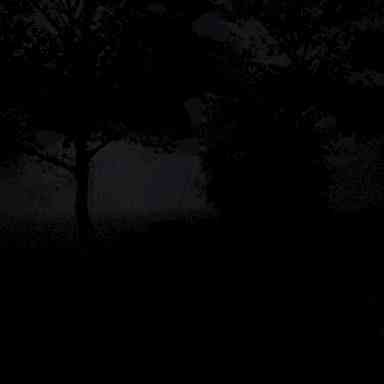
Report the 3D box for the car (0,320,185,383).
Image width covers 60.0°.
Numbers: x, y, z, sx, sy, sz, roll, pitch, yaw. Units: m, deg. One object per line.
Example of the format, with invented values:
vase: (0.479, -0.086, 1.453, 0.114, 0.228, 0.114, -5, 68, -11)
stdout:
car: (-2.431, 1.557, 1.333, 5.357, 1.411, 2.033, 0, 0, -36)
